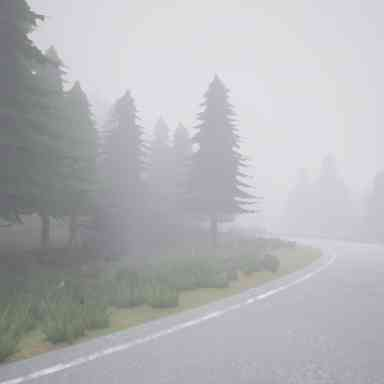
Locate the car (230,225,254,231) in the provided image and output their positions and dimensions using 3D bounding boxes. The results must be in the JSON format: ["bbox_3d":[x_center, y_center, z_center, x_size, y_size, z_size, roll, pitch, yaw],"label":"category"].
[{"bbox_3d":[6.084,5.168,44.056,1.994,1.385,4.181,1,-5,-15],"label":"car"}]

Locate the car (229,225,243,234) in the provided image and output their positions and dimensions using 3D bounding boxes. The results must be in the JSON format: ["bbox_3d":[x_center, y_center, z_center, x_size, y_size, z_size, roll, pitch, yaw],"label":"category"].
[{"bbox_3d":[7.482,6.396,56.691,2.033,1.411,5.357,1,-6,5],"label":"car"}]

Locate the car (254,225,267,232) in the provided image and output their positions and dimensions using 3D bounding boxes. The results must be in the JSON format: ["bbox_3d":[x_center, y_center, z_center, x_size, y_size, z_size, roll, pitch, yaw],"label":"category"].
[{"bbox_3d":[8.706,5.326,46.630,1.882,1.535,5.008,1,-6,-14],"label":"car"}]
